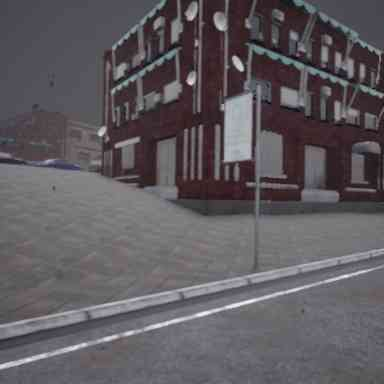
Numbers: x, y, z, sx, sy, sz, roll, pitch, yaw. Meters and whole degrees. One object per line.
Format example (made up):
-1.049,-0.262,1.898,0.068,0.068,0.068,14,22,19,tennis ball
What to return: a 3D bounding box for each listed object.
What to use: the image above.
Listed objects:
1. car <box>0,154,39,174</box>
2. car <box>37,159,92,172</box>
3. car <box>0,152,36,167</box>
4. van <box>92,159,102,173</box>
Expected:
-17.447,-2.654,31.720,1.837,1.490,4.892,1,-2,40,car
-12.746,-2.463,32.740,2.002,1.452,4.674,0,-2,40,car
-16.306,-2.689,28.498,2.002,1.452,4.674,0,-2,41,car
-9.160,-2.476,37.142,1.878,1.987,4.442,0,-2,39,van
